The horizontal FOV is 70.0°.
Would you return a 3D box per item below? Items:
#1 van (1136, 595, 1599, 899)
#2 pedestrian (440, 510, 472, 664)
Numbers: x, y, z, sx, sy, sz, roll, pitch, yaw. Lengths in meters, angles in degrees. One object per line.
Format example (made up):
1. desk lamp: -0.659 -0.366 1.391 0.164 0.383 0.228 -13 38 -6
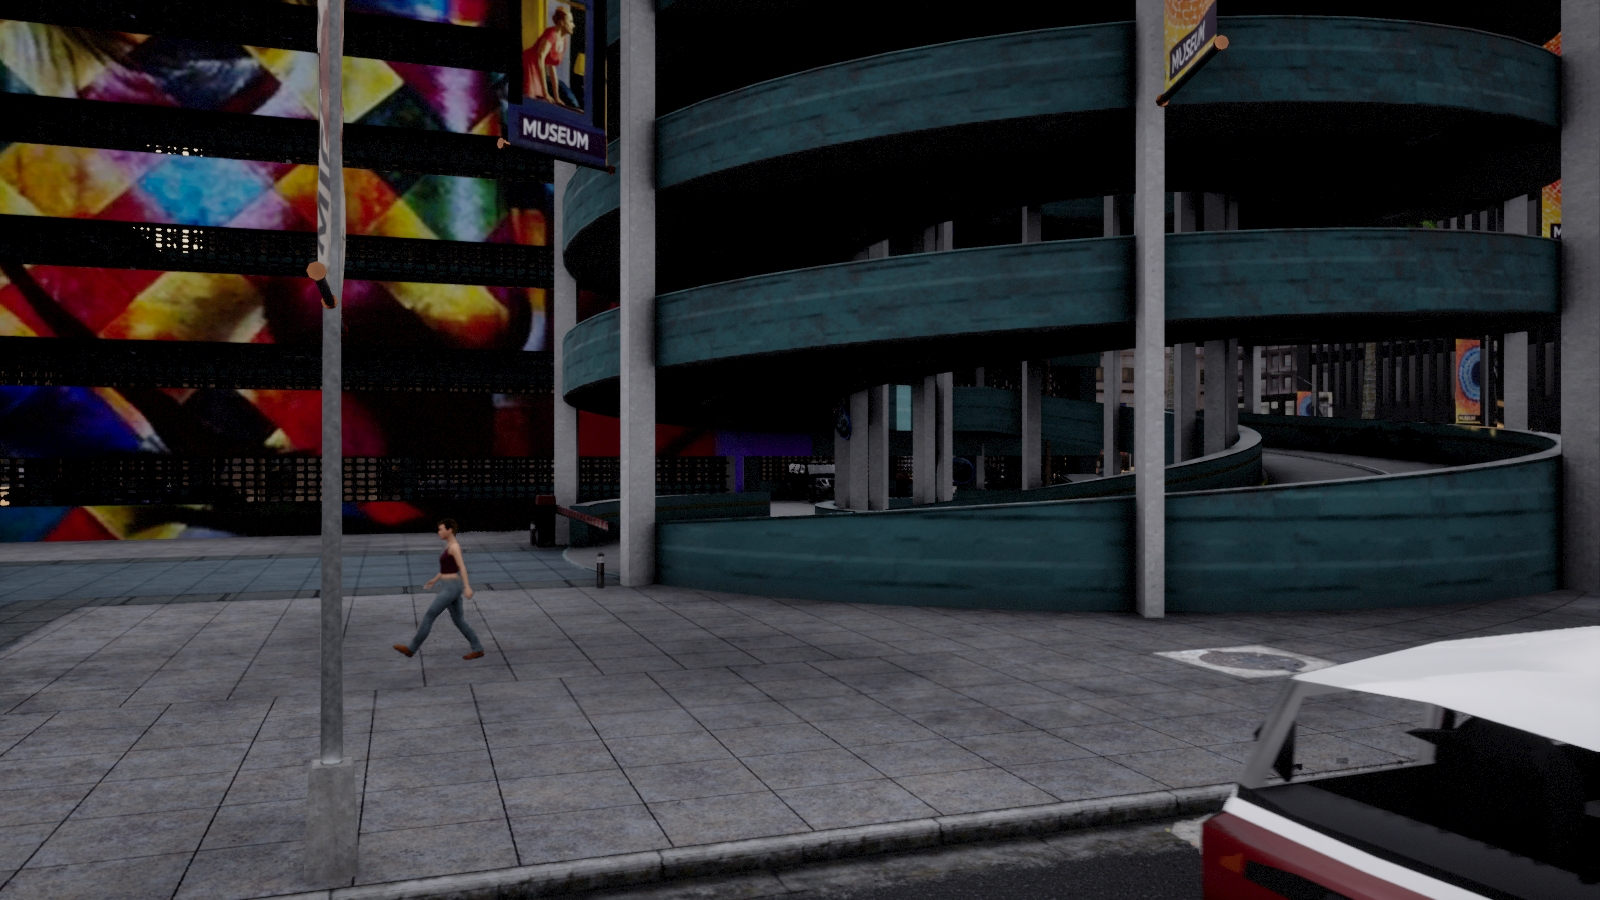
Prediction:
1. van: 3.911 1.782 4.786 4.480 2.038 2.069 0 0 -22
2. pedestrian: -4.285 1.696 14.238 0.375 1.860 0.375 0 0 -16
